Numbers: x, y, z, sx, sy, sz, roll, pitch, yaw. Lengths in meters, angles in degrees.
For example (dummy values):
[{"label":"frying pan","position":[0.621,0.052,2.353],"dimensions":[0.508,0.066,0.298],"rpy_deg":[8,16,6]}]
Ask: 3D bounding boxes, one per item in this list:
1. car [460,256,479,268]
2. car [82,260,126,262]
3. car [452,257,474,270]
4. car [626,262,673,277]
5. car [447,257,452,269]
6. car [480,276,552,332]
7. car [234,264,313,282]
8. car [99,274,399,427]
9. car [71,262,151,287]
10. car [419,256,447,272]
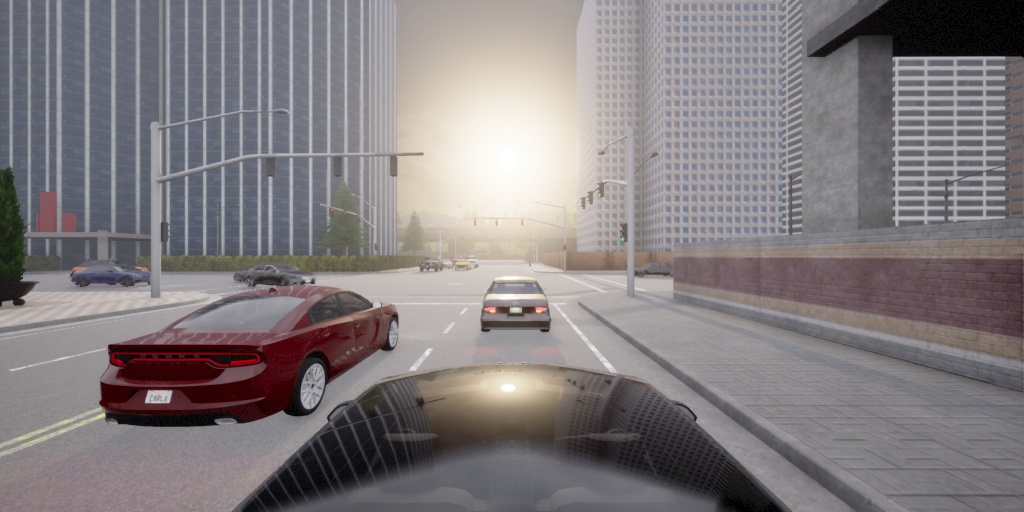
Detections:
[{"label":"car","position":[-7.028,0.972,61.844],"dimensions":[2.150,2.045,5.566],"rpy_deg":[0,0,0]},{"label":"car","position":[-30.188,1.101,27.161],"dimensions":[4.553,1.767,2.097],"rpy_deg":[0,0,0]},{"label":"car","position":[-7.061,1.228,52.003],"dimensions":[1.882,1.535,5.008],"rpy_deg":[0,0,0]},{"label":"car","position":[13.914,1.297,34.780],"dimensions":[5.357,1.411,2.033],"rpy_deg":[0,0,0]},{"label":"car","position":[-10.549,1.276,56.936],"dimensions":[1.812,1.442,4.674],"rpy_deg":[0,0,0]},{"label":"car","position":[0.090,1.297,10.801],"dimensions":[2.033,1.411,5.357],"rpy_deg":[0,0,0]},{"label":"car","position":[-14.398,1.242,22.267],"dimensions":[4.902,1.511,2.128],"rpy_deg":[0,0,22]},{"label":"car","position":[-3.440,1.228,5.988],"dimensions":[1.882,1.535,5.008],"rpy_deg":[0,0,0]},{"label":"car","position":[-26.086,1.276,23.688],"dimensions":[4.674,1.442,1.812],"rpy_deg":[0,0,0]},{"label":"car","position":[-10.568,0.972,47.397],"dimensions":[2.150,2.045,5.566],"rpy_deg":[0,0,0]}]
